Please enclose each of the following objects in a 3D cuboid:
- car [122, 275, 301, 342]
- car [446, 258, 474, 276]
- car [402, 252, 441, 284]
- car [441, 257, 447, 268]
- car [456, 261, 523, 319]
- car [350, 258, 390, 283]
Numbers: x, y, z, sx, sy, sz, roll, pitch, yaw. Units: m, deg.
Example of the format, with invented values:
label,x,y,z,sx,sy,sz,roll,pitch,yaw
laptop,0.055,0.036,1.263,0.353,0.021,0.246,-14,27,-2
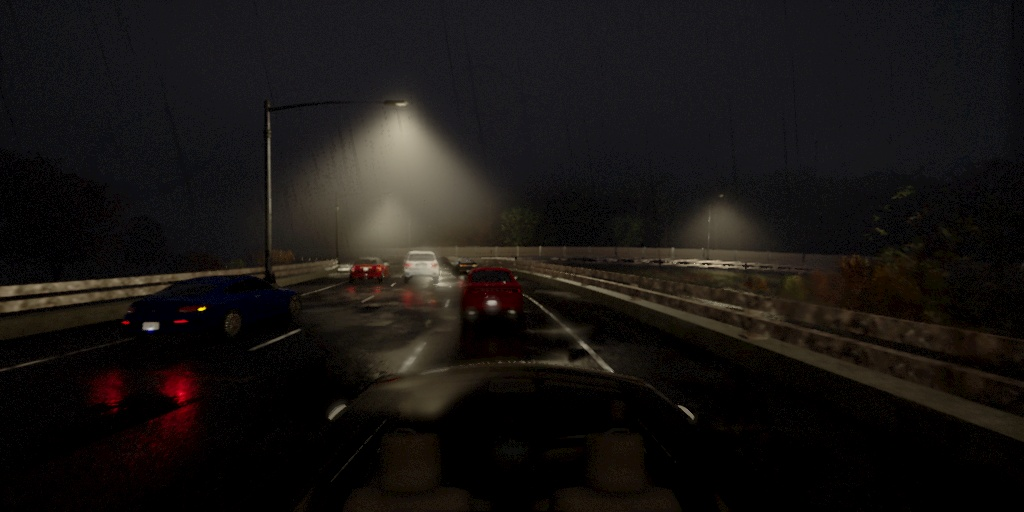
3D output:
label,x,y,z,sx,sy,sz,roll,pitch,yaw
car,-7.534,1.222,9.569,1.812,1.442,4.674,0,1,-5
car,-4.024,0.954,30.377,2.128,1.511,4.902,0,1,-16
car,-6.237,0.748,25.011,2.150,2.045,5.566,0,0,-12
car,-8.914,0.809,44.619,1.882,1.535,5.008,0,1,-22
car,-0.773,1.118,12.395,1.882,1.535,5.008,0,1,-6
car,-10.032,0.889,25.523,2.097,1.767,4.553,0,1,-13
